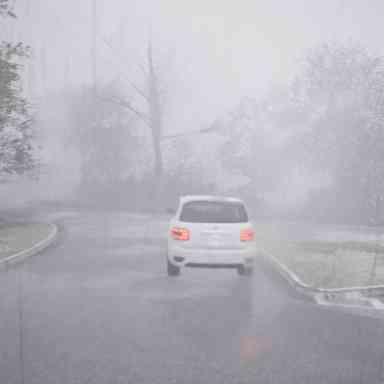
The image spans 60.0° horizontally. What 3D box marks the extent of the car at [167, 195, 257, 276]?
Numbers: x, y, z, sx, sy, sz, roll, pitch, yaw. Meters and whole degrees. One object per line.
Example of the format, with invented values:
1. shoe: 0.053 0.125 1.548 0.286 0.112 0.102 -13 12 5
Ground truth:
1. car: 0.409 1.098 10.113 2.150 2.045 5.566 1 1 -3
